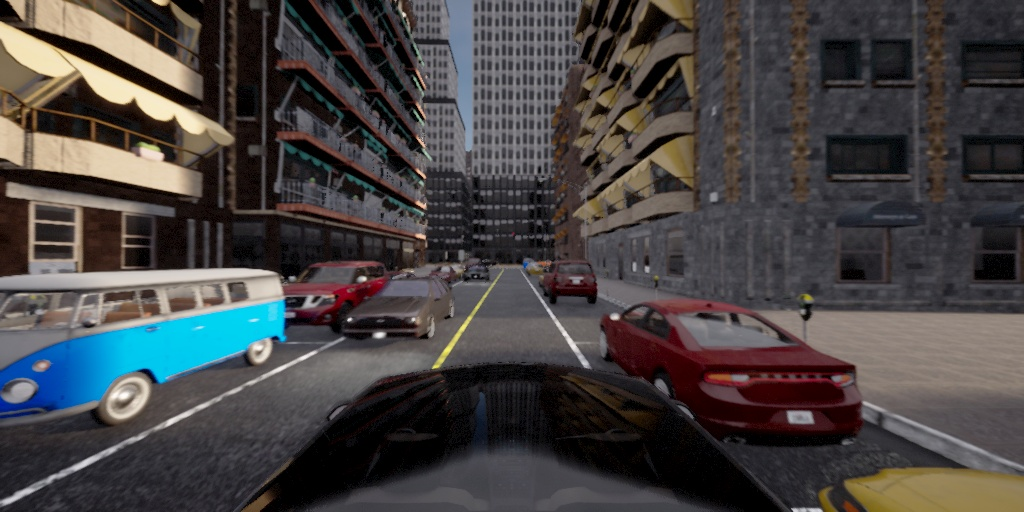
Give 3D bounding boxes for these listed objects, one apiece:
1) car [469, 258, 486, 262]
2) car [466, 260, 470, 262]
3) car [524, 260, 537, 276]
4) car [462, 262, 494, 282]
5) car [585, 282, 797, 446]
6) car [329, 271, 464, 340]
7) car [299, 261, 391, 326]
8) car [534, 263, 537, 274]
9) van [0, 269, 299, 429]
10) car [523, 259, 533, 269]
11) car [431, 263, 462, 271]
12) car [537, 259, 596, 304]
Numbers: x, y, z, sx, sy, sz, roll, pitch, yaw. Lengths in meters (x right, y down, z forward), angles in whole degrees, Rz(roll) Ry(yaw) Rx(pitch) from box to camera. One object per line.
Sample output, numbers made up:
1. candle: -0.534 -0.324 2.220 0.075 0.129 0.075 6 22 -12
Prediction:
1. car: -5.315 1.244 50.544 2.192 1.841 5.009 0 0 0
2. car: -5.315 1.388 33.453 1.751 1.417 4.829 0 0 0
3. car: 2.565 1.410 39.433 1.751 1.417 4.829 0 0 0
4. car: -2.811 1.413 29.739 1.994 1.385 4.181 0 0 0
5. car: 2.565 1.308 5.422 1.888 1.381 4.507 0 0 0
6. car: -2.842 1.327 10.357 2.033 1.411 5.357 0 0 0
7. car: -5.316 1.096 11.061 2.192 1.841 5.009 0 0 0
8. car: 2.565 1.347 22.512 1.751 1.417 4.829 0 0 0
9. van: -5.315 1.103 5.421 1.690 1.789 3.998 0 0 0
10. car: 2.565 1.432 45.073 1.751 1.417 4.829 0 0 0
11. car: -5.315 1.424 27.982 1.802 1.307 4.207 0 0 0
12. car: 2.565 1.117 16.702 2.192 1.841 5.009 0 0 0
